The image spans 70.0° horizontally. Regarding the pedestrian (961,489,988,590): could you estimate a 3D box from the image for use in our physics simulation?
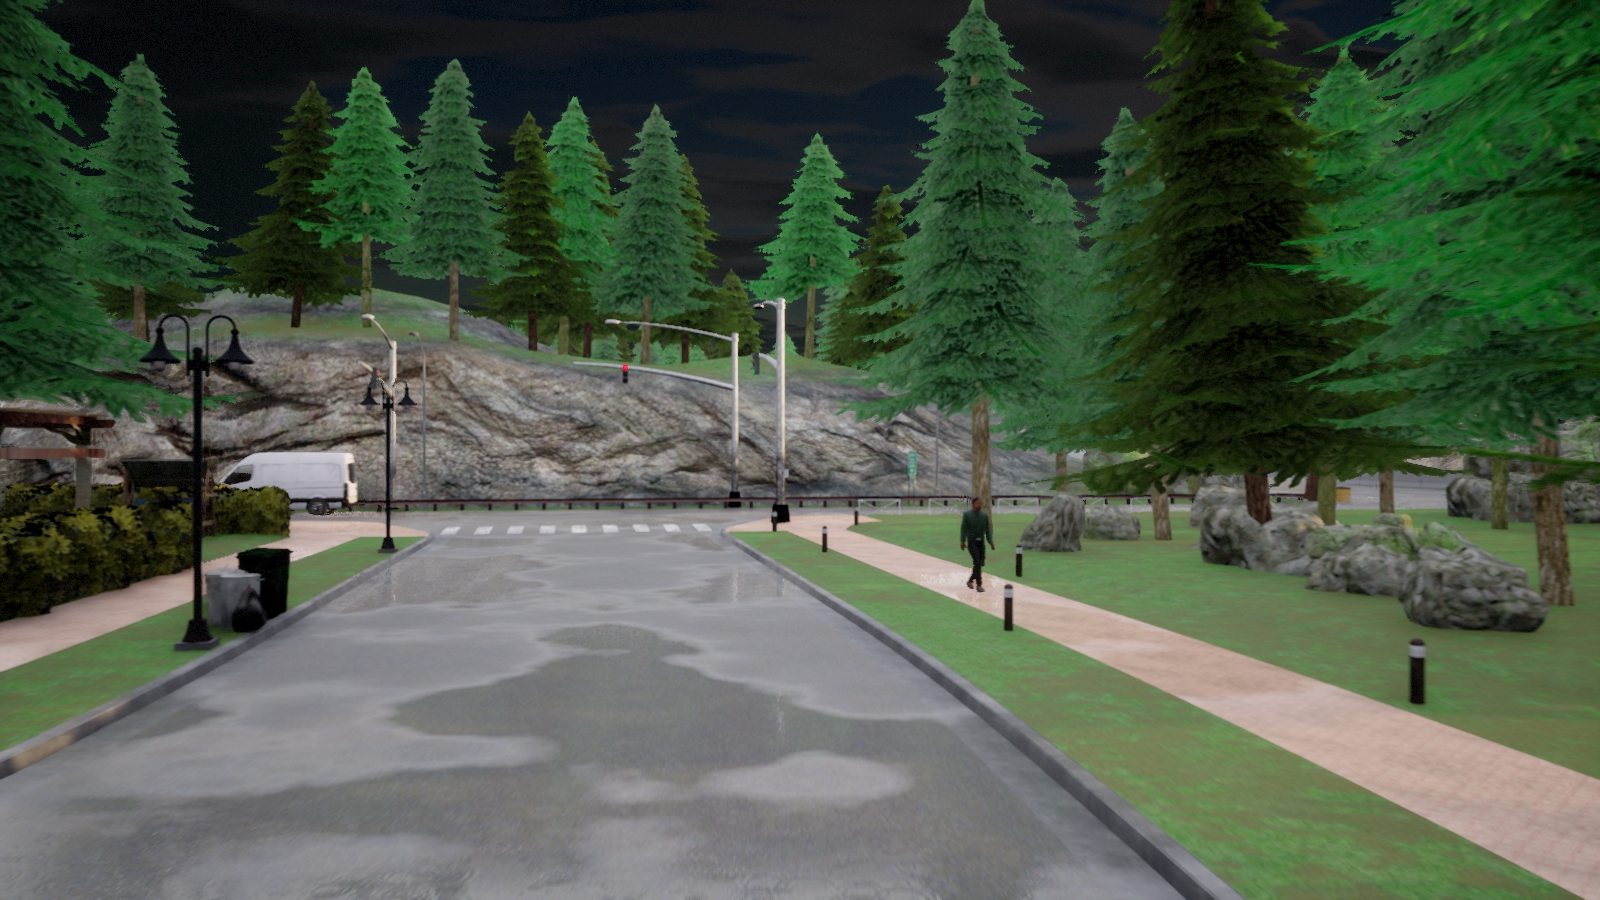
[{"bbox_3d":[3.267,1.667,21.383,0.375,1.860,0.375,0,0,-16],"label":"pedestrian"}]

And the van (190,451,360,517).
[{"bbox_3d":[-21.042,1.340,46.045,5.915,2.561,1.988,0,0,-10],"label":"van"}]
